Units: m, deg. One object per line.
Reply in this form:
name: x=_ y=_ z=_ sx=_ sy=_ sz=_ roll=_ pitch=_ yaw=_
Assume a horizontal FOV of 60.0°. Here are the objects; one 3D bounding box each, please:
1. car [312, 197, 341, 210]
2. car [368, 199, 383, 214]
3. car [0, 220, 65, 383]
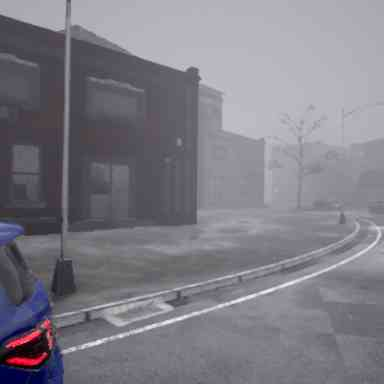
car: x=16.515 y=1.382 z=40.746 sx=2.128 sy=1.511 sz=4.902 roll=1 pitch=0 yaw=-6
car: x=20.255 y=1.502 z=34.813 sx=1.812 sy=1.442 sz=4.674 roll=1 pitch=0 yaw=4
car: x=-3.575 y=1.237 z=1.581 sx=5.566 sy=2.045 sz=2.150 roll=0 pitch=0 yaw=-35
